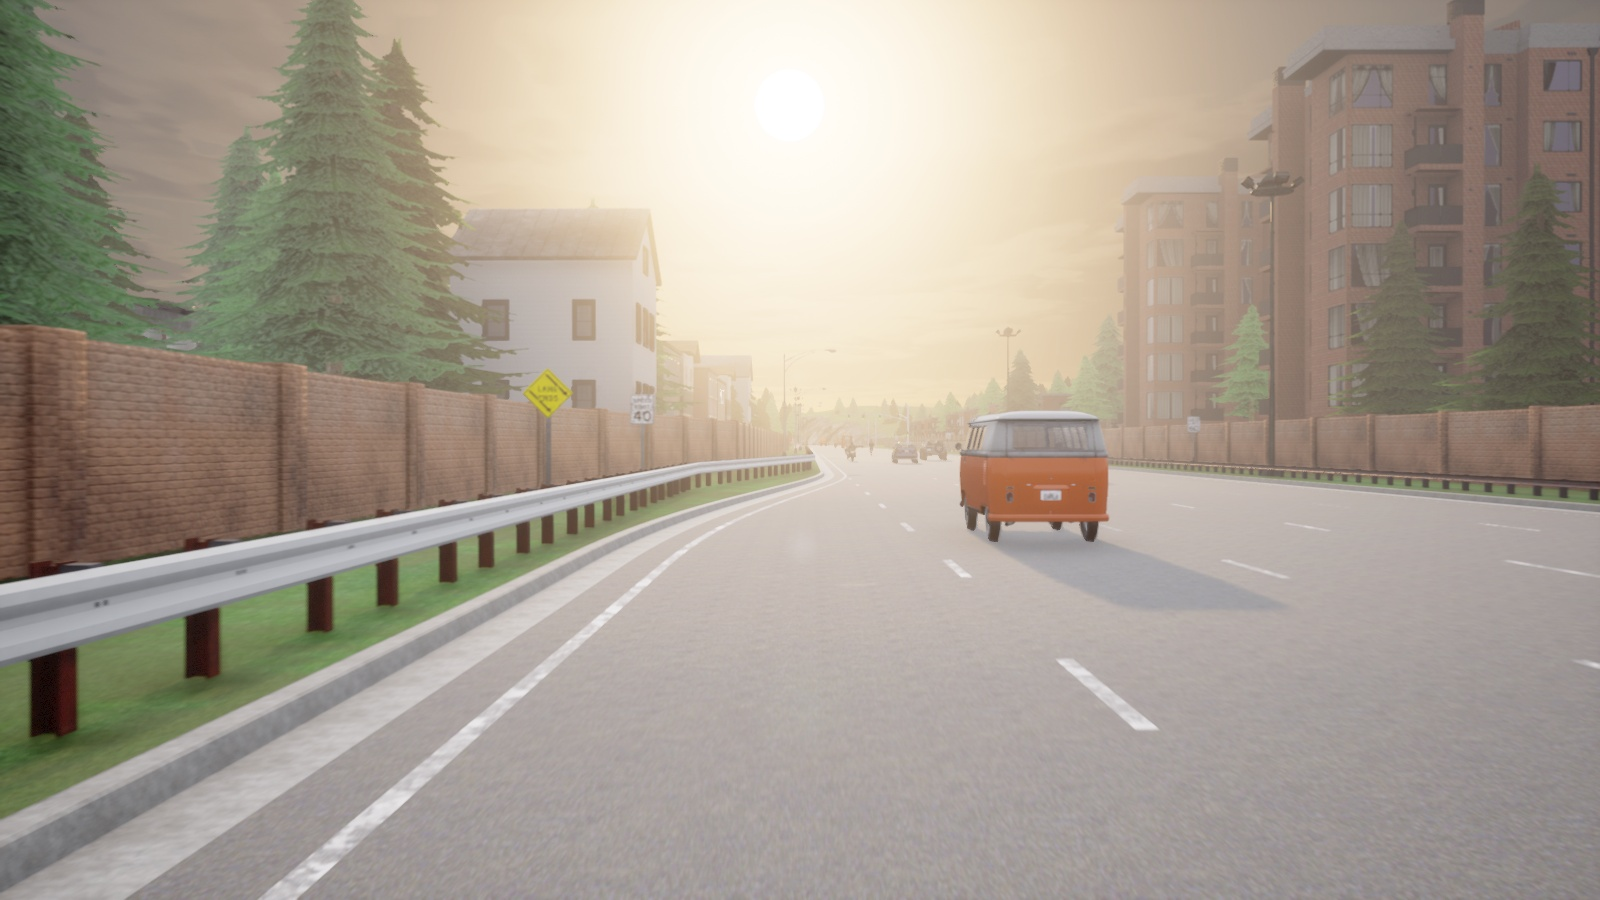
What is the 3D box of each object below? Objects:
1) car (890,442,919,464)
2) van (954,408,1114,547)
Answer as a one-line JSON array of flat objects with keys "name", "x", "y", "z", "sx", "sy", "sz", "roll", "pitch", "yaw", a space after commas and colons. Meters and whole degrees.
[{"name": "car", "x": 7.532, "y": 0.187, "z": 90.587, "sx": 1.789, "sy": 1.549, "sz": 3.705, "roll": 0, "pitch": 0, "yaw": 0}, {"name": "van", "x": 3.631, "y": 0.381, "z": 20.226, "sx": 1.775, "sy": 1.987, "sz": 4.442, "roll": 0, "pitch": 0, "yaw": 0}]
